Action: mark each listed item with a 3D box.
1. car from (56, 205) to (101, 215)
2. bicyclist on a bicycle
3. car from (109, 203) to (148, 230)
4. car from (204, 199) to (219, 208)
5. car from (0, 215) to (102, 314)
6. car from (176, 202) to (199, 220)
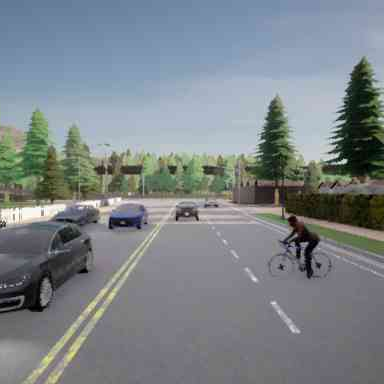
[{"bbox_3d":[-7.430,1.547,21.882,2.033,1.411,5.357,0,0,-1],"label":"car"},{"bbox_3d":[2.776,1.450,8.603,1.656,1.620,0.582,-2,0,-1],"label":"bicyclist on a bicycle"},{"bbox_3d":[-3.942,1.477,21.218,1.882,1.535,5.008,0,0,-1],"label":"car"},{"bbox_3d":[2.699,1.600,47.713,1.895,1.301,4.718,0,0,-1],"label":"car"},{"bbox_3d":[-3.719,1.506,7.794,1.837,1.490,4.892,0,0,-1],"label":"car"},{"bbox_3d":[-0.395,1.526,27.867,1.812,1.442,4.674,0,0,0],"label":"car"}]
